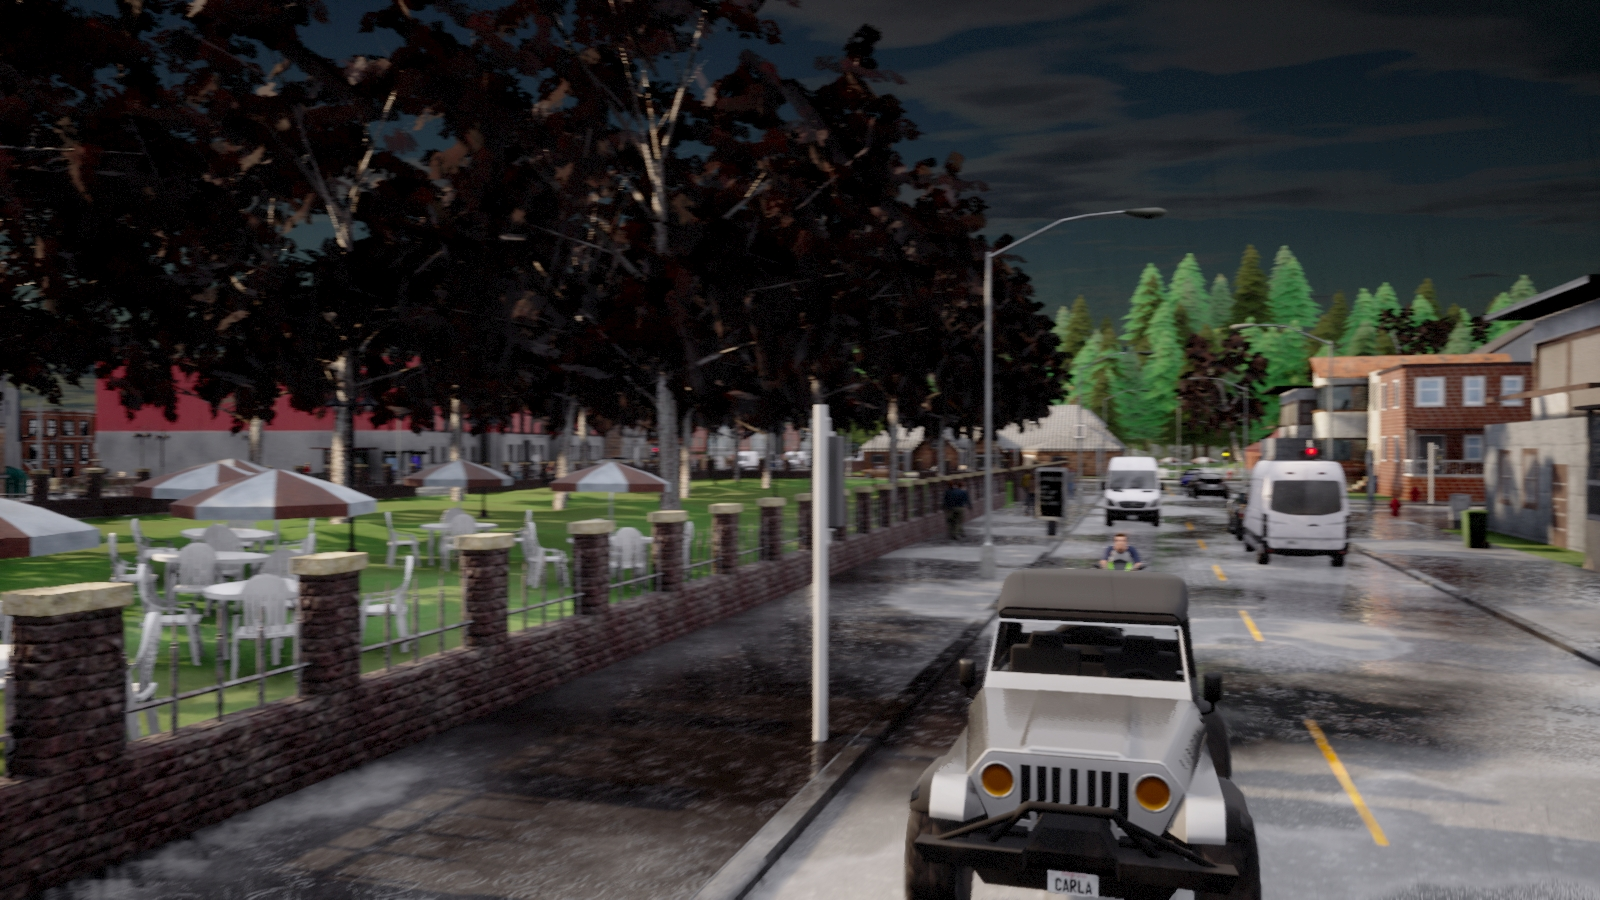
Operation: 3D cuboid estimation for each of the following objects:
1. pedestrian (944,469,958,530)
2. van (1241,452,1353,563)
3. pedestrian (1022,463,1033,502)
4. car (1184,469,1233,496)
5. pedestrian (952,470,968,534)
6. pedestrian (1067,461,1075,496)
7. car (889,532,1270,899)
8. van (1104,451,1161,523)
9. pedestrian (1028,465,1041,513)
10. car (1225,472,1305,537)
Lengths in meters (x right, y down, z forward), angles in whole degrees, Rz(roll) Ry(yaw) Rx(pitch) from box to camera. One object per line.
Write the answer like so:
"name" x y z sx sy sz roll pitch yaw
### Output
"pedestrian" 4.650 1.528 35.158 0.375 1.860 0.375 0 0 19
"van" 12.724 1.333 29.619 1.988 2.561 5.915 0 0 17
"pedestrian" 10.912 1.537 54.841 0.375 1.860 0.375 0 0 32
"car" 23.979 1.876 67.189 2.163 1.488 4.792 0 0 13
"pedestrian" 4.741 1.529 33.866 0.375 1.860 0.375 0 0 30
"pedestrian" 14.724 1.543 62.003 0.375 1.860 0.375 0 0 23
"car" 1.956 1.640 7.724 1.905 1.878 3.866 0 0 17
"van" 12.803 1.331 43.941 1.988 2.561 5.915 0 0 17
"pedestrian" 9.156 1.536 44.642 0.375 1.860 0.375 0 0 39
"car" 14.733 1.665 36.395 1.932 1.855 4.605 0 0 17
